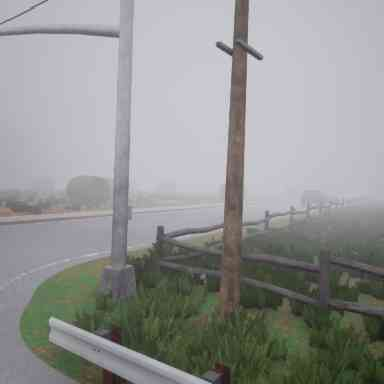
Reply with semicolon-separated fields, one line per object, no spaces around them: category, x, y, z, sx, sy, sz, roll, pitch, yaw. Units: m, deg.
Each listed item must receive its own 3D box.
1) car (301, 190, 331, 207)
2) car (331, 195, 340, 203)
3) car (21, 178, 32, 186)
car;15.417;0.811;41.827;2.150;2.045;5.566;3;2;34
car;21.170;1.133;50.724;1.994;1.385;4.181;3;2;33
car;-39.167;-2.324;79.239;1.905;1.878;3.866;8;2;-13
